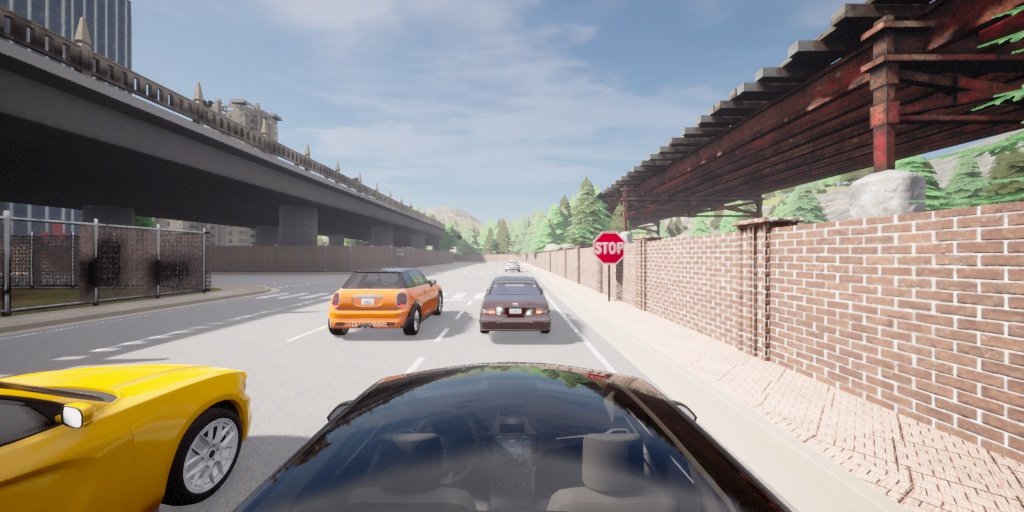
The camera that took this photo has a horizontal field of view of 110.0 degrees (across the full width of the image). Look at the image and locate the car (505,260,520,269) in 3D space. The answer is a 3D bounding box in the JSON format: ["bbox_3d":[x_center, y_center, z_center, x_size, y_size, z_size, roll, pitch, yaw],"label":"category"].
[{"bbox_3d":[0.074,1.276,45.516,1.812,1.442,4.674,0,0,-1],"label":"car"}]

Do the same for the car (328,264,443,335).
[{"bbox_3d":[-3.425,1.102,10.623,2.097,1.767,4.553,0,0,0],"label":"car"}]

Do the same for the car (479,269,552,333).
[{"bbox_3d":[0.076,1.297,10.647,2.033,1.411,5.357,0,0,0],"label":"car"}]

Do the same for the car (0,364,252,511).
[{"bbox_3d":[-3.398,1.228,1.366,1.882,1.535,5.008,0,0,0],"label":"car"}]
